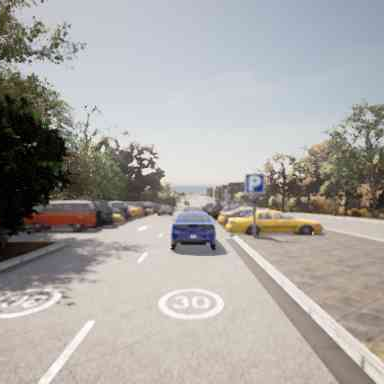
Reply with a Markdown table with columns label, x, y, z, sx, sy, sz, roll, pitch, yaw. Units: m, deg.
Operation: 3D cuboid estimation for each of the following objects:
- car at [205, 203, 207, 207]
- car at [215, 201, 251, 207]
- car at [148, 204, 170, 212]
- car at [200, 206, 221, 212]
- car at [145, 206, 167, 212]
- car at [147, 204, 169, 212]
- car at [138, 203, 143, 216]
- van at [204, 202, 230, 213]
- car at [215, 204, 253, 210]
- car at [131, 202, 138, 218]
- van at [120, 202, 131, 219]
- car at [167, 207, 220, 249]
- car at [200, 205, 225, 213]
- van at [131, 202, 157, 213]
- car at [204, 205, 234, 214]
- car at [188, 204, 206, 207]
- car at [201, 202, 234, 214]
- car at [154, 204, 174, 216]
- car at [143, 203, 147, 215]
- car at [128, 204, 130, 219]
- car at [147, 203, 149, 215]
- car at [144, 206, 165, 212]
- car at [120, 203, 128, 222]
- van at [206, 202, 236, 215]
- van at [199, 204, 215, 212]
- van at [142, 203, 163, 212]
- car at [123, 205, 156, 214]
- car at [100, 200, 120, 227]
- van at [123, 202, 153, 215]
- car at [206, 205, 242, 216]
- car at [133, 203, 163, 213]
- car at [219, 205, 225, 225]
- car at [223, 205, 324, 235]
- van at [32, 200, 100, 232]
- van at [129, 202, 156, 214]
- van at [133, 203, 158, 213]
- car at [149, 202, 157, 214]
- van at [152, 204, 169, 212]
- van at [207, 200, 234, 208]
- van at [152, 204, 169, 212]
| label | x | y | z | sx | sy | sz | roll | pitch | yaw |
| --- | --- | --- | --- | --- | --- | --- | --- | --- | --- |
| car | 4.444 | 2.415 | 41.277 | 5.008 | 1.535 | 2.097 | 0 | -2 | 0 |
| car | 4.448 | 1.832 | 27.413 | 4.553 | 1.767 | 2.185 | 0 | -2 | 0 |
| car | -8.705 | 4.240 | 88.475 | 5.566 | 2.045 | 2.435 | 0 | -3 | 0 |
| car | 4.358 | 4.078 | 80.087 | 4.892 | 1.521 | 2.231 | 0 | -3 | 0 |
| car | -8.710 | 4.081 | 80.161 | 5.008 | 1.535 | 2.097 | 0 | -3 | 0 |
| car | -8.699 | 4.104 | 85.708 | 5.566 | 2.045 | 2.435 | 0 | -3 | 0 |
| car | -8.619 | 2.324 | 38.541 | 5.008 | 1.535 | 2.097 | 0 | -2 | 0 |
| van | 4.524 | 2.894 | 60.689 | 4.442 | 1.987 | 1.878 | 0 | -3 | 0 |
| car | 4.479 | 1.872 | 24.633 | 5.008 | 1.535 | 2.097 | 0 | -2 | 0 |
| car | -8.587 | 2.111 | 35.902 | 4.553 | 1.767 | 2.185 | 0 | -2 | 0 |
| van | -8.730 | 1.919 | 33.136 | 4.442 | 1.987 | 1.878 | 0 | -2 | 0 |
| car | 0.055 | 1.649 | 15.525 | 1.882 | 1.535 | 5.008 | 0 | -1 | 0 |
| car | 4.562 | 3.801 | 74.542 | 5.366 | 1.575 | 1.946 | 0 | -3 | 0 |
| van | -8.790 | 2.900 | 60.804 | 4.442 | 1.987 | 1.878 | 0 | -3 | 0 |
| car | 4.390 | 2.906 | 55.155 | 4.792 | 1.488 | 2.163 | 0 | -2 | 0 |
| car | 0.021 | 2.079 | 31.250 | 1.882 | 1.535 | 5.008 | 0 | -2 | 0 |
| car | 4.385 | 2.732 | 57.917 | 5.566 | 2.045 | 2.435 | 0 | -3 | 0 |
| car | -3.686 | 2.650 | 45.819 | 1.994 | 1.385 | 4.181 | 0 | -2 | 0 |
| car | -8.626 | 2.421 | 41.436 | 5.008 | 1.535 | 2.097 | 0 | -2 | 0 |
| car | -8.600 | 2.054 | 30.360 | 4.892 | 1.521 | 2.231 | 0 | -2 | 0 |
| car | -8.631 | 2.514 | 44.204 | 4.892 | 1.521 | 2.231 | 0 | -2 | 0 |
| car | -8.712 | 3.979 | 77.268 | 4.674 | 1.452 | 2.002 | 0 | -3 | 0 |
| car | -8.416 | 1.959 | 27.595 | 5.366 | 1.575 | 1.946 | 0 | -2 | 0 |
| van | 4.542 | 2.558 | 52.384 | 4.442 | 1.987 | 1.878 | 0 | -2 | 0 |
| van | 4.218 | 4.536 | 93.962 | 4.442 | 1.987 | 1.878 | 0 | -3 | 0 |
| van | -8.820 | 3.577 | 74.513 | 4.442 | 1.987 | 1.878 | 0 | -3 | 0 |
| car | -8.666 | 2.881 | 55.278 | 5.008 | 1.535 | 2.097 | 0 | -2 | 0 |
| car | -8.623 | 1.625 | 24.834 | 5.566 | 2.045 | 2.435 | 0 | -2 | 0 |
| van | -8.538 | 2.563 | 52.517 | 4.442 | 1.987 | 1.878 | 0 | -2 | 0 |
| car | 4.467 | 2.629 | 46.824 | 4.792 | 1.488 | 2.163 | 0 | -2 | 0 |
| car | -8.656 | 3.142 | 66.215 | 5.566 | 2.045 | 2.435 | 0 | -3 | 0 |
| car | 4.486 | 1.797 | 21.862 | 4.892 | 1.521 | 2.231 | 0 | -2 | 0 |
| car | 4.683 | 1.724 | 19.095 | 5.366 | 1.575 | 1.946 | 0 | -2 | 0 |
| van | -8.706 | 1.572 | 21.943 | 4.442 | 1.987 | 1.878 | 0 | -2 | 0 |
| van | -8.550 | 2.757 | 57.905 | 4.442 | 1.987 | 1.878 | 0 | -2 | 0 |
| van | -8.796 | 3.031 | 63.446 | 4.442 | 1.987 | 1.878 | 0 | -3 | 0 |
| car | -8.464 | 2.694 | 49.743 | 5.366 | 1.575 | 1.946 | 0 | -2 | 0 |
| van | -8.862 | 4.539 | 94.007 | 4.442 | 1.987 | 1.878 | 0 | -3 | 0 |
| van | 4.339 | 2.097 | 38.510 | 4.442 | 1.987 | 1.878 | 0 | -2 | 0 |
| van | -8.622 | 4.402 | 91.240 | 4.442 | 1.987 | 1.878 | 0 | -3 | 0 |
